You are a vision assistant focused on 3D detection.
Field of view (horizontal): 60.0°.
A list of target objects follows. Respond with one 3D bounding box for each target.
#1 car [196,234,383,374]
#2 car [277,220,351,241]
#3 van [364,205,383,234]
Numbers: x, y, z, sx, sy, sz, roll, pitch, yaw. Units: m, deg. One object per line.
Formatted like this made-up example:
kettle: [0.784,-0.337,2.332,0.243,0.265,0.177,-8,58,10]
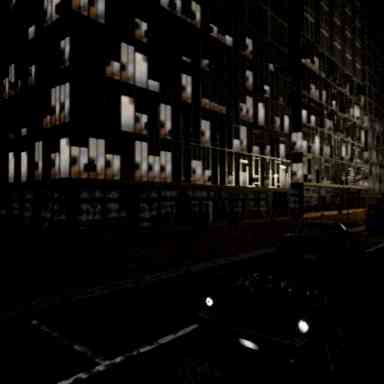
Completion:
car: [2.220,1.725,6.043,1.895,1.301,4.718,-1,-2,42]
car: [4.829,1.807,12.959,2.008,1.369,4.403,-1,-2,42]
van: [12.449,1.731,21.421,1.690,1.788,3.998,-1,-2,42]
